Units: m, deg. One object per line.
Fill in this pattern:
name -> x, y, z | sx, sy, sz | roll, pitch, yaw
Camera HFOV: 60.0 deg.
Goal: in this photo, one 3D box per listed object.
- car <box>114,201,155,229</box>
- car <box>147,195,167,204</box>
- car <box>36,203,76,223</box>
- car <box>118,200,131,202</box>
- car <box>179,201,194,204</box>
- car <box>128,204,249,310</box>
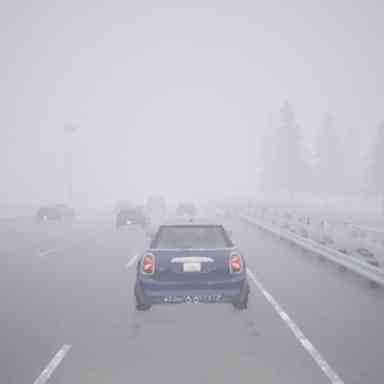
car -> -3.848, 1.578, 22.352 | 1.837, 1.490, 4.892 | 0, 0, -1
car -> -4.233, 1.379, 40.286 | 2.150, 2.045, 5.566 | 0, 0, -1
car -> -10.951, 1.648, 27.090 | 1.837, 1.490, 4.892 | 0, 0, -1
car -> -7.689, 1.679, 38.261 | 1.837, 1.490, 4.892 | 0, 0, -1
car -> -0.524, 1.593, 30.608 | 1.837, 1.490, 4.892 | 0, 0, -1
car -> -0.042, 1.345, 7.984 | 2.097, 1.767, 4.553 | 0, 0, -1
